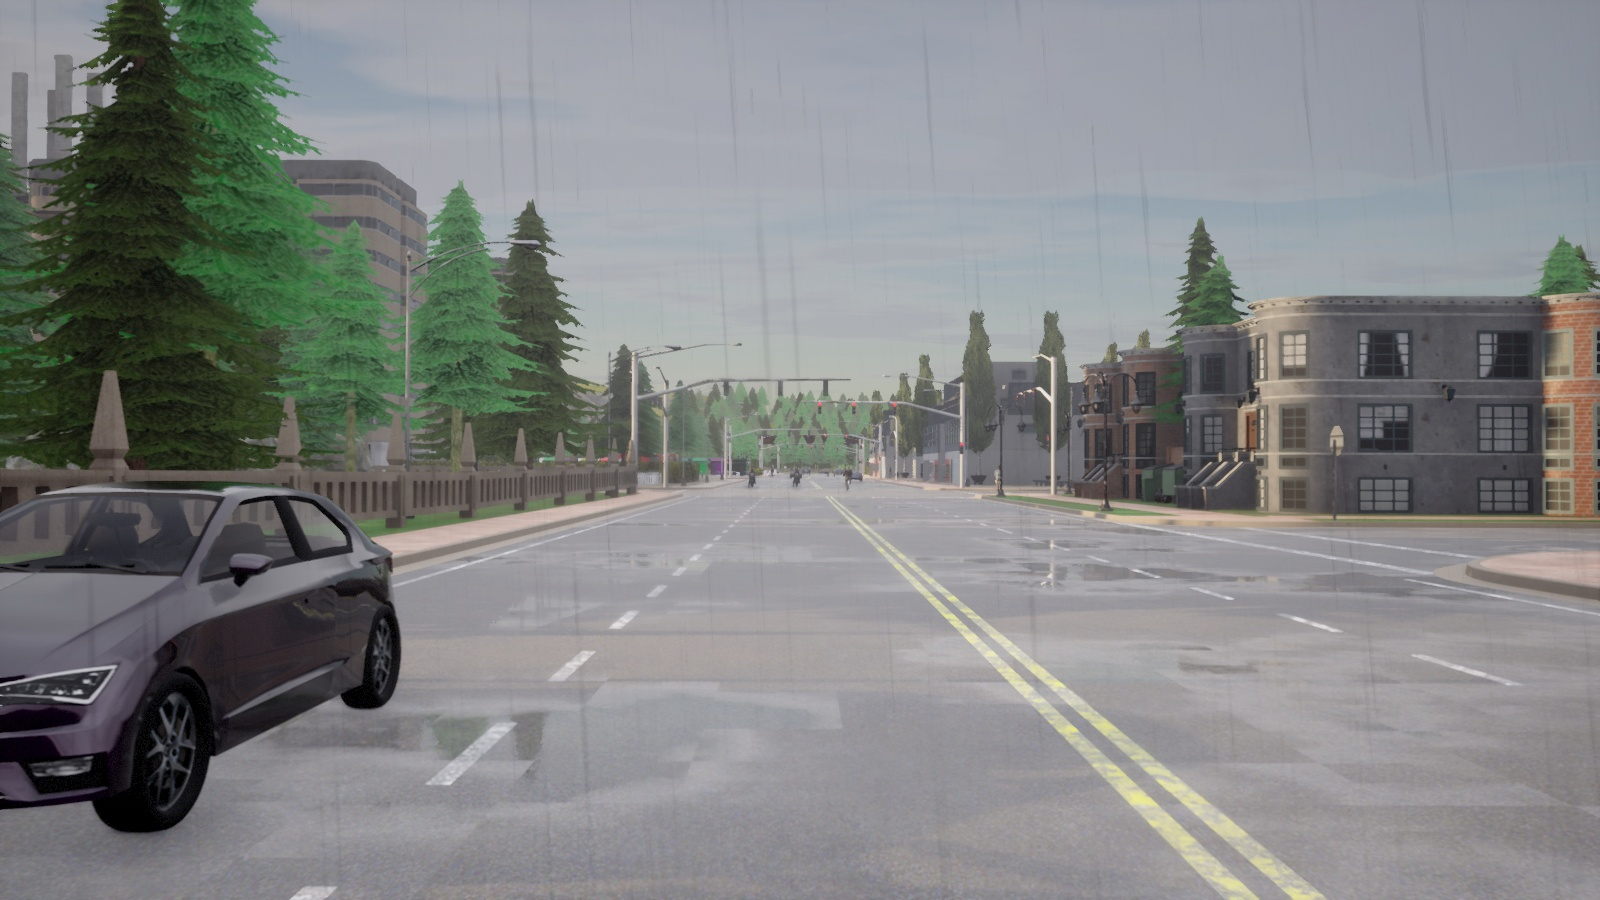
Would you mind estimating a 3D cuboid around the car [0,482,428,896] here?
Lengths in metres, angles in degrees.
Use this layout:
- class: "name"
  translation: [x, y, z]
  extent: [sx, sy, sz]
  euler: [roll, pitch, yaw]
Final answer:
- class: "car"
  translation: [-3.517, 0.937, 6.728]
  extent: [1.816, 1.474, 4.193]
  euler: [0, -1, 0]
